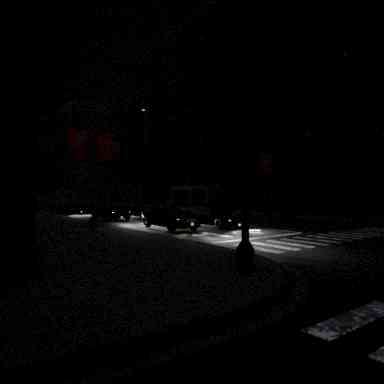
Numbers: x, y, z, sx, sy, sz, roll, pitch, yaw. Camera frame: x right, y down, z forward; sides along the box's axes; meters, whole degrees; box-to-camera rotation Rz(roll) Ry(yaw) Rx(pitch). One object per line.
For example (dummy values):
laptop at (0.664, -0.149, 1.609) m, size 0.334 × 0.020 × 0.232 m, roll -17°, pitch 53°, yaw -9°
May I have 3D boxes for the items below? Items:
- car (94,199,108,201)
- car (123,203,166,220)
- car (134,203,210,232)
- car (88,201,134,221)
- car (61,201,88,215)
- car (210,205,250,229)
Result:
car at (-10.537, 1.629, 38.921) m, size 2.128 × 1.511 × 4.902 m, roll 0°, pitch 0°, yaw -36°
car at (-4.465, 1.698, 30.456) m, size 1.895 × 1.301 × 4.718 m, roll 0°, pitch 0°, yaw -36°
car at (-1.410, 1.545, 20.646) m, size 2.128 × 1.511 × 4.902 m, roll 0°, pitch 0°, yaw -36°
car at (-6.857, 1.691, 28.221) m, size 1.895 × 1.301 × 4.718 m, roll 0°, pitch 0°, yaw -36°
car at (-13.038, 1.678, 36.832) m, size 2.033 × 1.411 × 5.357 m, roll 0°, pitch 0°, yaw -35°
car at (1.430, 1.606, 22.324) m, size 2.033 × 1.411 × 5.357 m, roll 0°, pitch 0°, yaw -33°
